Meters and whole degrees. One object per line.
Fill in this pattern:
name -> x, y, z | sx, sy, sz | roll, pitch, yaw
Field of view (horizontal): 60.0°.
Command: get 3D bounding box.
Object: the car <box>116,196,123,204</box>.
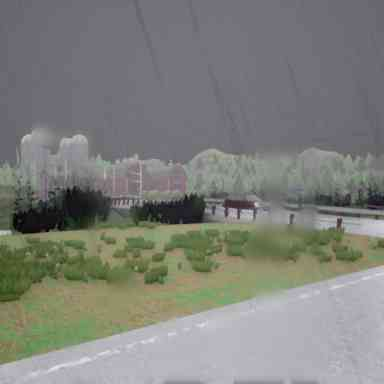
car -> -9.542, 1.050, 48.538 | 2.033, 1.411, 5.357 | 0, -2, -34

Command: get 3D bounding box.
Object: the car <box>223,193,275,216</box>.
car -> 4.587, 0.939, 27.286 | 2.097, 1.767, 4.553 | 0, 2, -33
